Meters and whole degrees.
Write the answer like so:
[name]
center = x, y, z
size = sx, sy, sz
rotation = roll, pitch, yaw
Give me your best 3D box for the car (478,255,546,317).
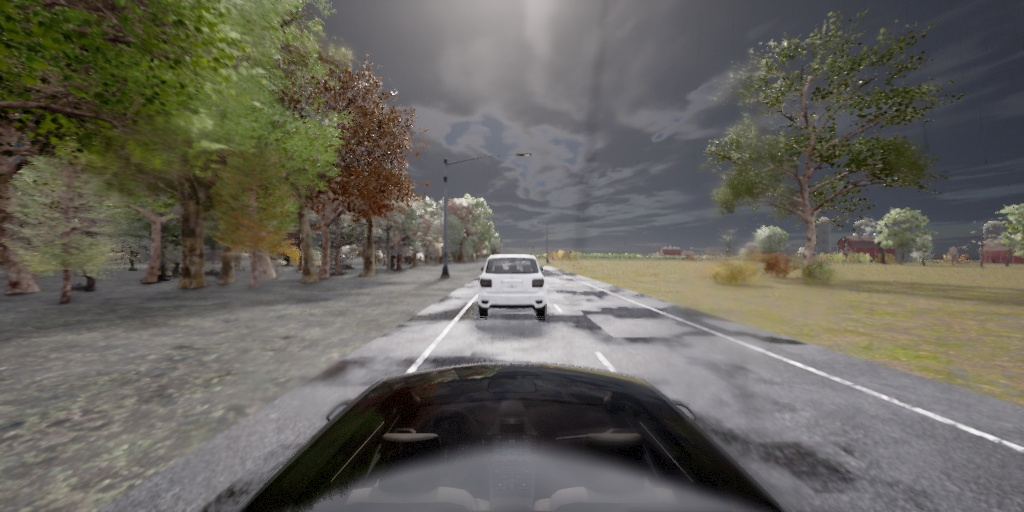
[car]
center = 0.000, 0.975, 13.216
size = 2.150, 2.045, 5.566
rotation = 0, 0, 0
